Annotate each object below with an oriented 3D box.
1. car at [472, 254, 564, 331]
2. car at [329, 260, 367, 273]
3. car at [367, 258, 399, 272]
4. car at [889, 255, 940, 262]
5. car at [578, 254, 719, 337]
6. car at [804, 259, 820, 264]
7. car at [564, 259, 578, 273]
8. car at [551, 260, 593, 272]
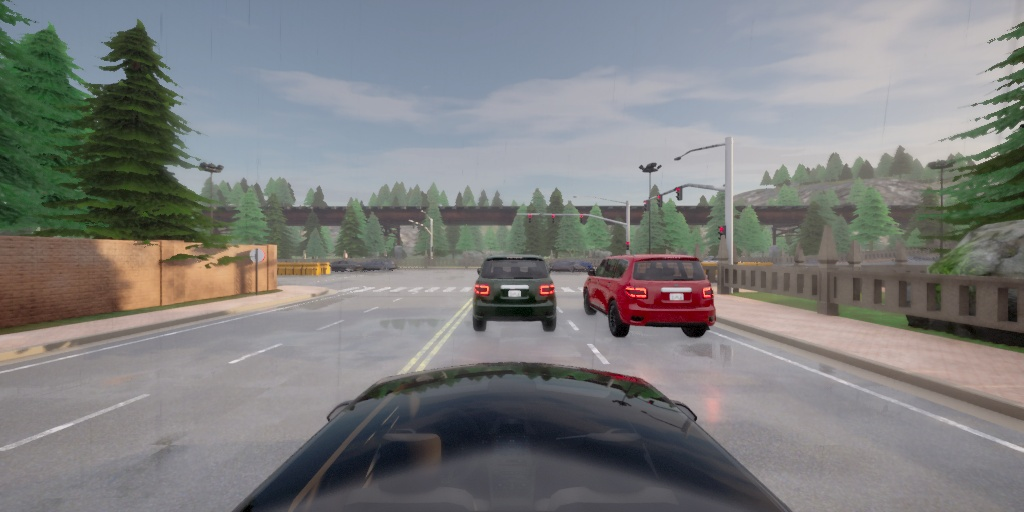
[{"bbox_3d":[0.069,0.971,11.086,2.150,2.045,5.566,0,0,0],"label":"car"},{"bbox_3d":[-20.250,1.256,42.368,4.892,1.490,1.837,0,0,0],"label":"car"},{"bbox_3d":[-17.341,1.297,45.852,5.357,1.411,2.033,0,0,0],"label":"car"},{"bbox_3d":[47.053,0.845,42.054,4.902,1.511,2.128,-3,0,1],"label":"car"},{"bbox_3d":[3.569,0.971,10.409,2.150,2.045,5.566,0,0,0],"label":"car"},{"bbox_3d":[41.623,1.159,49.073,4.181,1.385,1.994,-2,0,0],"label":"car"},{"bbox_3d":[5.776,1.297,42.224,5.357,1.411,2.033,0,0,0],"label":"car"},{"bbox_3d":[7.629,1.227,45.714,5.008,1.535,1.882,0,0,0],"label":"car"}]
